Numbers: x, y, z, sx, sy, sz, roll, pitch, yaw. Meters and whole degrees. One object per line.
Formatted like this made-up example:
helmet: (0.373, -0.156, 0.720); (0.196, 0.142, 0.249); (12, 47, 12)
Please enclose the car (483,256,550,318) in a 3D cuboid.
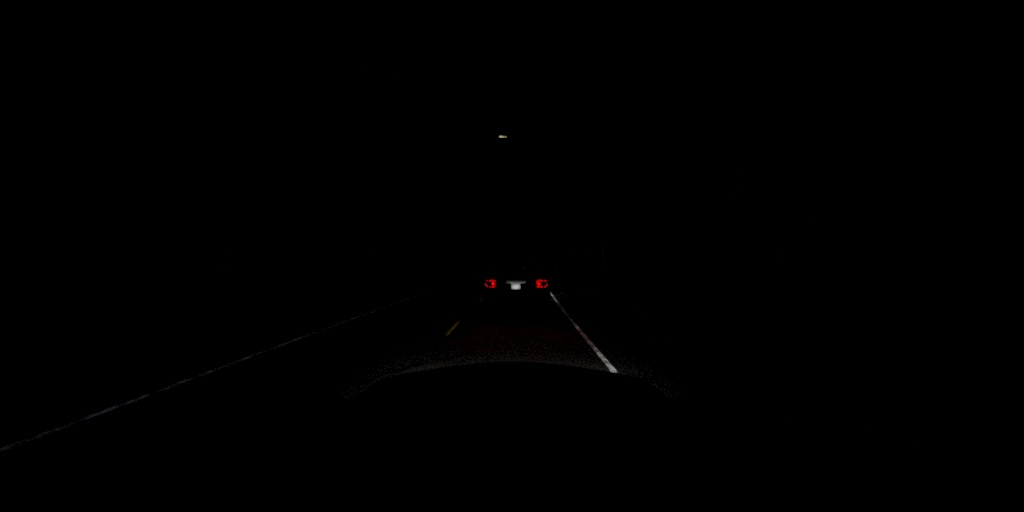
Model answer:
car: (0.223, 1.013, 13.381); (2.150, 2.045, 5.566); (0, 0, 2)
